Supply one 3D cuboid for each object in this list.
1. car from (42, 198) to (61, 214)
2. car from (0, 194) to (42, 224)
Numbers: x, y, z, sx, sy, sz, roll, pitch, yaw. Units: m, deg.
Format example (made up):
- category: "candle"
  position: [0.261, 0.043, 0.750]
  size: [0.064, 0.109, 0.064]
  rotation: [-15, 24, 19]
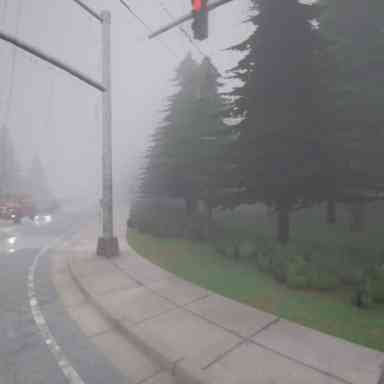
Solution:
- category: "car"
  position: [-15.149, 1.440, 34.868]
  size: [2.128, 1.511, 4.902]
  rotation: [-1, 0, -10]
- category: "car"
  position: [-13.389, 1.204, 24.867]
  size: [2.150, 2.045, 5.566]
  rotation: [-1, 0, -10]
